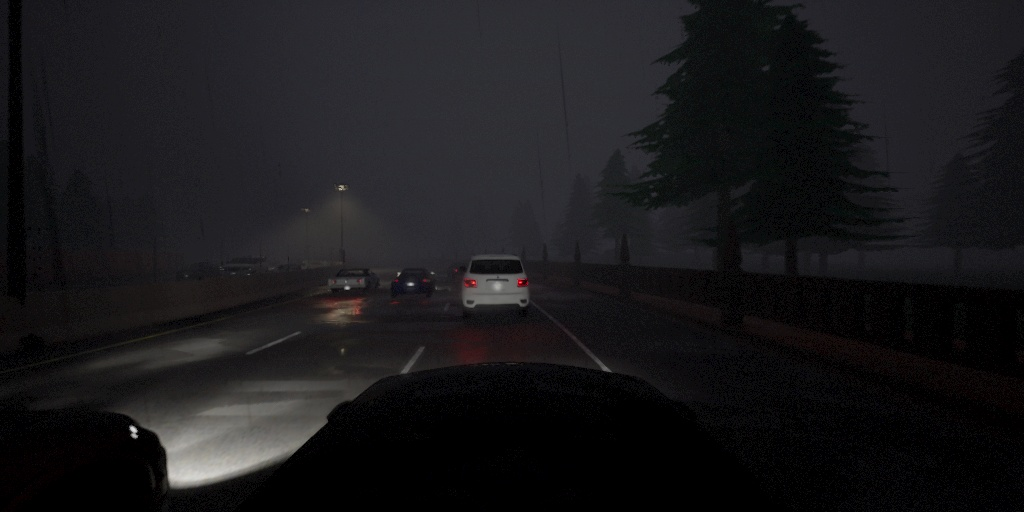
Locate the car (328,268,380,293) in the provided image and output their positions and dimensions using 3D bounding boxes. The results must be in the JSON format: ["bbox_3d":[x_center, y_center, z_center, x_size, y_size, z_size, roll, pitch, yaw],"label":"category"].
[{"bbox_3d":[-8.976,1.360,20.805,1.895,1.301,4.718,0,0,-11],"label":"car"}]

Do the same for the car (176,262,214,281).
[{"bbox_3d":[-26.277,1.303,30.320,2.128,1.511,4.902,0,0,-20],"label":"car"}]

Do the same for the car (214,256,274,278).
[{"bbox_3d":[-22.645,1.018,30.632,2.150,2.045,5.566,0,0,-19],"label":"car"}]

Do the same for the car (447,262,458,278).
[{"bbox_3d":[-4.876,1.276,33.167,2.033,1.411,5.357,0,0,-17],"label":"car"}]

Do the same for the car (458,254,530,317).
[{"bbox_3d":[-0.732,0.960,13.267,2.150,2.045,5.566,0,0,-6],"label":"car"}]

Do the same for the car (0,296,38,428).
[{"bbox_3d":[-7.045,1.267,2.081,2.128,1.511,4.902,0,0,-1],"label":"car"}]

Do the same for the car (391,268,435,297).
[{"bbox_3d":[-5.143,1.311,18.985,1.994,1.385,4.181,0,0,-10],"label":"car"}]

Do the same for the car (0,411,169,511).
[{"bbox_3d":[-3.547,1.328,0.884,1.994,1.385,4.181,0,0,1],"label":"car"}]

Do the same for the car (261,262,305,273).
[{"bbox_3d":[-18.694,1.384,29.817,1.895,1.301,4.718,0,0,-18],"label":"car"}]
